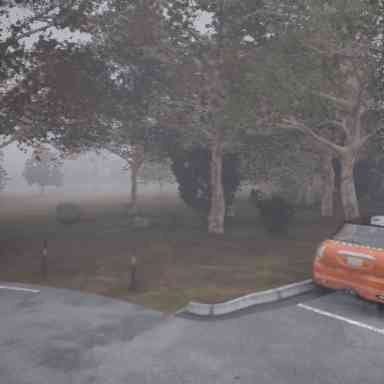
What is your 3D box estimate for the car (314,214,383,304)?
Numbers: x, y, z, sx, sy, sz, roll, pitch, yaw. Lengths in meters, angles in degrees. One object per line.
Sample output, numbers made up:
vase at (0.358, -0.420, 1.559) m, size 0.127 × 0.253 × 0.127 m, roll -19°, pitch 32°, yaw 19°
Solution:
car at (4.882, 1.314, 7.508) m, size 4.553 × 1.767 × 2.185 m, roll -1°, pitch 2°, yaw -33°
